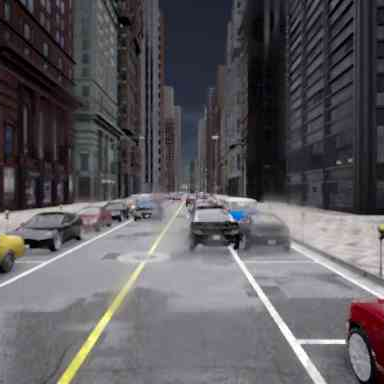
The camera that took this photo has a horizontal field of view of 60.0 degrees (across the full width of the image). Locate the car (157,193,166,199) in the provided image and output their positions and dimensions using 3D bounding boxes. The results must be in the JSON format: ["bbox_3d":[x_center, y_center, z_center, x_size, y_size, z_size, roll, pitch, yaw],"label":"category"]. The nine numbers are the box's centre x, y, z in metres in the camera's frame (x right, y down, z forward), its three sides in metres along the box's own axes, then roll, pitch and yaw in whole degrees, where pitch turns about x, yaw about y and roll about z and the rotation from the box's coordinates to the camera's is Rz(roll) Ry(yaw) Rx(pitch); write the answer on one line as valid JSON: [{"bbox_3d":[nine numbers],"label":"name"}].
[{"bbox_3d":[-5.781,1.085,53.106,2.192,1.841,5.009,0,0,0],"label":"car"}]

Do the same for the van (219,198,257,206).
[{"bbox_3d":[2.755,1.249,19.306,1.690,1.788,3.998,0,0,0],"label":"van"}]

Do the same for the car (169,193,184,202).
[{"bbox_3d":[-3.024,1.316,66.721,1.895,1.301,4.718,0,0,0],"label":"car"}]

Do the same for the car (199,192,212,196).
[{"bbox_3d":[2.742,1.065,58.759,2.192,1.841,5.009,0,0,0],"label":"car"}]

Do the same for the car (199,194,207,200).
[{"bbox_3d":[2.736,1.198,81.475,1.752,1.417,4.829,0,0,0],"label":"car"}]

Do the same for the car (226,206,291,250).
[{"bbox_3d":[2.757,1.485,13.671,2.008,1.369,4.403,0,0,0],"label":"car"}]

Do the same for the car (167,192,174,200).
[{"bbox_3d":[-5.787,1.236,75.653,1.887,1.381,4.507,0,0,0],"label":"car"}]

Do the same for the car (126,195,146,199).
[{"bbox_3d":[-5.774,1.300,30.561,1.967,1.590,4.097,0,0,0],"label":"car"}]

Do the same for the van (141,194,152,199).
[{"bbox_3d":[-5.776,1.178,36.197,1.690,1.788,3.998,0,0,0],"label":"van"}]

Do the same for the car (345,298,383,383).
[{"bbox_3d":[2.760,1.532,2.399,1.887,1.381,4.507,0,0,0],"label":"car"}]

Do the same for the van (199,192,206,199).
[{"bbox_3d":[2.734,0.997,86.941,1.690,1.788,3.998,0,0,0],"label":"van"}]

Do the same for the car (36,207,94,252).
[{"bbox_3d":[-5.768,1.500,13.651,1.947,1.339,4.313,0,0,0],"label":"car"}]

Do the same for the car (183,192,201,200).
[{"bbox_3d":[-0.011,1.257,50.616,1.882,1.535,5.008,0,0,0],"label":"car"}]

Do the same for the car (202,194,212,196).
[{"bbox_3d":[2.746,1.337,47.488,1.887,1.381,4.507,0,0,0],"label":"car"}]

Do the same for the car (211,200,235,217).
[{"bbox_3d":[2.752,1.442,30.580,1.802,1.307,4.206,0,0,0],"label":"car"}]

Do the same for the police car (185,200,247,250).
[{"bbox_3d":[0.772,1.358,14.139,1.930,1.638,5.238,0,0,-2],"label":"police car"}]

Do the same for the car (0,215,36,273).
[{"bbox_3d":[-5.766,1.486,7.845,1.752,1.417,4.829,0,0,0],"label":"car"}]

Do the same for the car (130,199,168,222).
[{"bbox_3d":[-3.105,1.448,24.840,1.994,1.385,4.181,0,0,0],"label":"car"}]

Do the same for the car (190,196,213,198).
[{"bbox_3d":[0.891,1.388,30.055,1.812,1.442,4.674,0,0,0],"label":"car"}]

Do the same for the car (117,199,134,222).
[{"bbox_3d":[-5.772,1.449,24.925,1.947,1.339,4.313,0,0,0],"label":"car"}]

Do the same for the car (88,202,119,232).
[{"bbox_3d":[-5.770,1.490,19.289,1.802,1.307,4.206,0,0,0],"label":"car"}]

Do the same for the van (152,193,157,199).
[{"bbox_3d":[-5.777,1.155,41.833,1.690,1.788,3.998,0,0,0],"label":"van"}]

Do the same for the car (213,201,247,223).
[{"bbox_3d":[2.753,1.434,24.944,2.008,1.369,4.403,0,0,0],"label":"car"}]

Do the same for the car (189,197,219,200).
[{"bbox_3d":[0.830,1.393,24.056,1.837,1.490,4.892,0,0,0],"label":"car"}]
